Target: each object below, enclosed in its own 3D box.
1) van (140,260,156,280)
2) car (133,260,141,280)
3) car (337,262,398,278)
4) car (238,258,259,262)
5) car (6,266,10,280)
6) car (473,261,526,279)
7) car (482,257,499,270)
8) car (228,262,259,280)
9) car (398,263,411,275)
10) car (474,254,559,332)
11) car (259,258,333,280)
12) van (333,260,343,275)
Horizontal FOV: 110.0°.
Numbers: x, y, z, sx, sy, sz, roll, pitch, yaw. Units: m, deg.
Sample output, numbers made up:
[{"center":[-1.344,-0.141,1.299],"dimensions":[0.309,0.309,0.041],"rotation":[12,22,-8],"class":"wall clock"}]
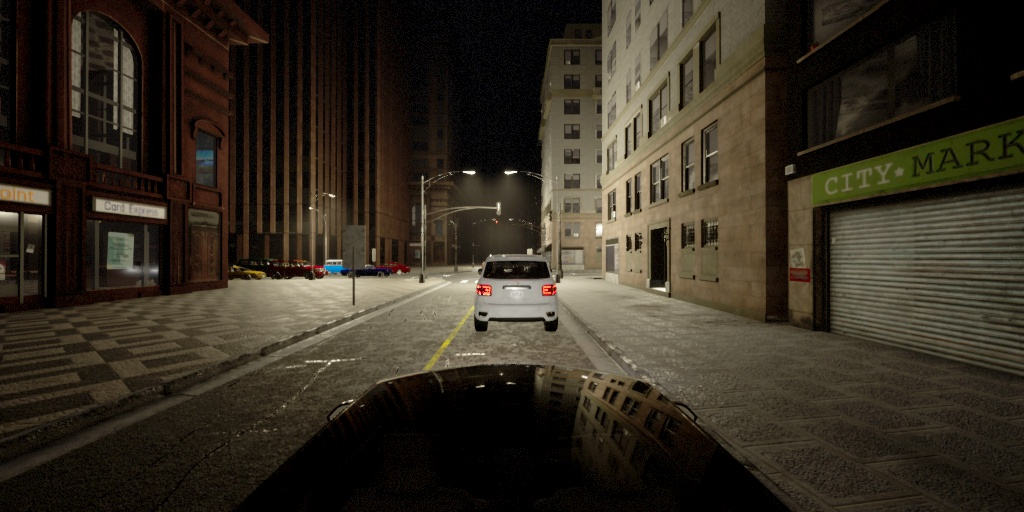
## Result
[{"center":[-30.870,1.434,32.774],"dimensions":[3.998,1.789,1.690],"rotation":[0,0,0],"class":"van"},{"center":[-34.466,1.371,35.370],"dimensions":[5.566,2.045,2.150],"rotation":[-1,0,0],"class":"car"},{"center":[-14.145,1.505,35.285],"dimensions":[4.718,1.301,1.895],"rotation":[-1,0,0],"class":"car"},{"center":[-24.110,1.246,35.314],"dimensions":[5.566,2.045,2.150],"rotation":[-1,0,-1],"class":"car"},{"center":[-47.742,1.848,32.834],"dimensions":[4.403,1.370,2.007],"rotation":[0,0,0],"class":"car"},{"center":[-1.089,1.244,33.352],"dimensions":[4.892,1.490,1.837],"rotation":[0,-3,-44],"class":"car"},{"center":[-3.111,1.095,51.765],"dimensions":[2.097,1.767,4.553],"rotation":[0,0,1],"class":"car"},{"center":[-25.076,1.551,32.753],"dimensions":[4.829,1.417,1.751],"rotation":[0,0,0],"class":"car"},{"center":[-13.976,1.476,41.239],"dimensions":[4.507,1.381,1.888],"rotation":[0,0,0],"class":"car"},{"center":[0.100,0.973,11.046],"dimensions":[2.150,2.045,5.566],"rotation":[0,0,0],"class":"car"},{"center":[-19.621,1.272,32.733],"dimensions":[5.009,1.841,2.192],"rotation":[0,0,0],"class":"car"},{"center":[-19.600,1.339,41.259],"dimensions":[3.998,1.789,1.690],"rotation":[0,0,0],"class":"van"}]
